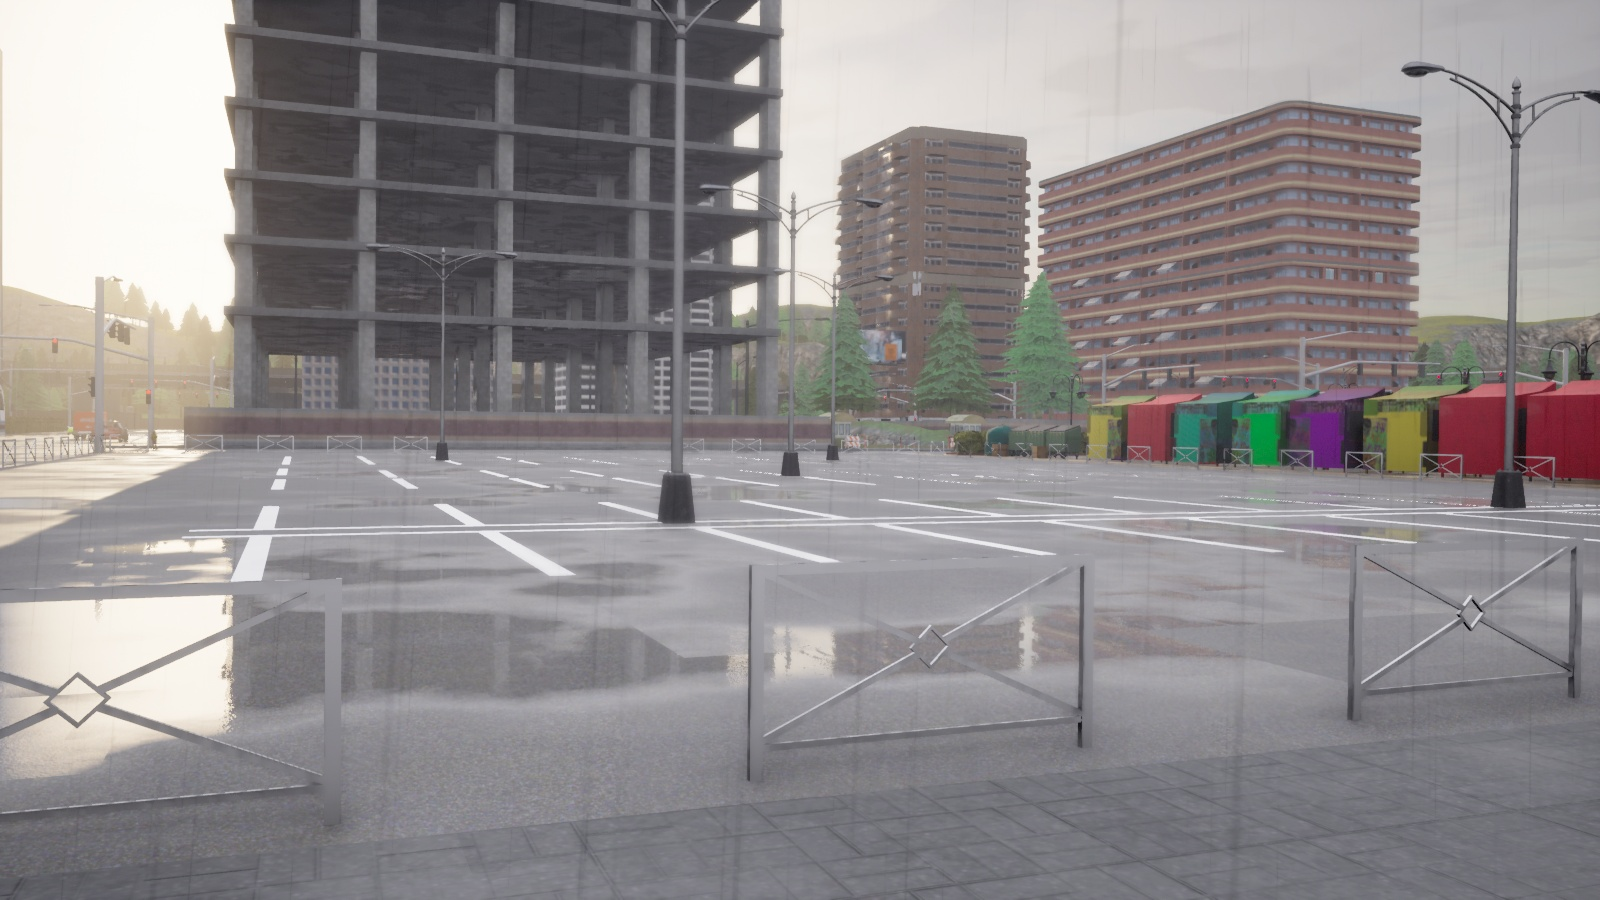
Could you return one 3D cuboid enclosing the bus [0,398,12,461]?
[{"bbox_3d":[-54.720,-1.317,81.763,3.944,4.253,10.273,-1,1,-22],"label":"bus"}]
